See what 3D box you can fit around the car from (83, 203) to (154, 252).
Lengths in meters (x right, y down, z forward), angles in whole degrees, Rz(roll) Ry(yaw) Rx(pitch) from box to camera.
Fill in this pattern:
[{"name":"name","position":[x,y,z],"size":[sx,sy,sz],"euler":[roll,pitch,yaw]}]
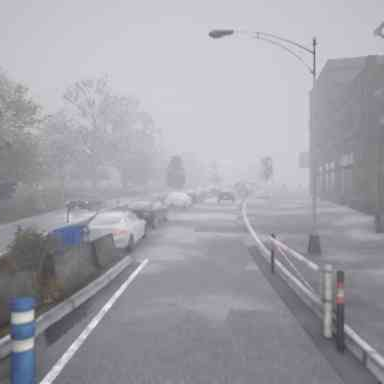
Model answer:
[{"name":"car","position":[-3.071,1.477,13.610],"size":[2.002,1.452,4.674],"euler":[-2,2,3]}]

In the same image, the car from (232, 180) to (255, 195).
[{"name":"car","position":[7.695,-0.643,50.694],"size":[2.150,2.045,5.566],"euler":[0,3,18]}]

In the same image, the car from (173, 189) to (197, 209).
[{"name":"car","position":[-1.214,0.719,30.155],"size":[2.002,1.452,4.674],"euler":[-1,2,11]}]

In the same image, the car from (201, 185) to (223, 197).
[{"name":"car","position":[2.911,-0.196,47.920],"size":[2.097,1.535,5.008],"euler":[0,3,17]}]

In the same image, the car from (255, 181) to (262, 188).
[{"name":"car","position":[12.833,-1.706,73.233],"size":[2.435,2.045,5.566],"euler":[-3,2,27]}]

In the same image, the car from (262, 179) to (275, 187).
[{"name":"car","position":[18.306,-1.957,83.164],"size":[1.946,1.575,5.366],"euler":[-2,2,32]}]

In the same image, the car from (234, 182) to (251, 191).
[{"name":"car","position":[10.423,-1.195,68.169],"size":[2.231,1.521,4.892],"euler":[-3,2,24]}]

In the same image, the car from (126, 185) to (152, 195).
[{"name":"car","position":[-6.780,-0.233,43.188],"size":[2.033,1.411,5.357],"euler":[0,3,10]}]

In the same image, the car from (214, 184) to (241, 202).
[{"name":"car","position":[4.078,0.263,37.548],"size":[1.882,1.535,5.008],"euler":[0,3,13]}]

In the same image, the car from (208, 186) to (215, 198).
[{"name":"car","position":[1.233,0.106,41.827],"size":[2.231,1.521,4.892],"euler":[0,3,15]}]

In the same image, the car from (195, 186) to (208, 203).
[{"name":"car","position":[-0.030,0.391,36.266],"size":[2.097,1.535,5.008],"euler":[0,3,13]}]

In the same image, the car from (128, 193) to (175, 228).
[{"name":"car","position":[-2.703,1.140,19.734],"size":[2.097,1.535,5.008],"euler":[1,3,8]}]

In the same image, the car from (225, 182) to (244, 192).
[{"name":"car","position":[8.192,-0.937,63.048],"size":[2.231,1.521,4.892],"euler":[-3,2,24]}]

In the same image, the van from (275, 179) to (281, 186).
[{"name":"van","position":[21.207,-2.406,87.841],"size":[1.878,1.987,4.442],"euler":[-2,2,31]}]

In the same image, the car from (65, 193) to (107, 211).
[{"name":"car","position":[-8.390,0.748,26.631],"size":[1.895,1.301,4.718],"euler":[0,3,2]}]
